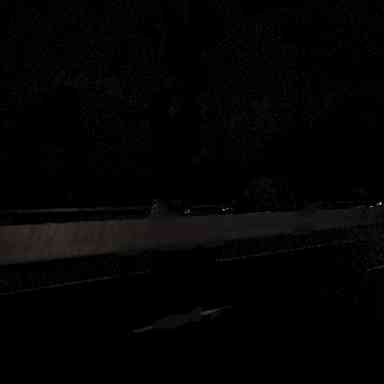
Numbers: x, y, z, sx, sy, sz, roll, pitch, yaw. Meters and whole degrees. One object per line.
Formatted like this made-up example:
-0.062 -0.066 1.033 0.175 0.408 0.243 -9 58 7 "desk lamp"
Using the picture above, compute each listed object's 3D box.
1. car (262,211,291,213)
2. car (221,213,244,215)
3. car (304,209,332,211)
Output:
8.576 1.636 31.583 4.181 1.385 1.994 0 0 -35 "car"
4.535 1.569 33.006 4.892 1.490 1.837 0 0 -35 "car"
11.370 1.552 29.275 5.008 1.535 1.882 0 0 -35 "car"
